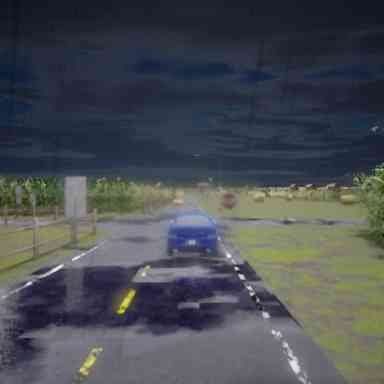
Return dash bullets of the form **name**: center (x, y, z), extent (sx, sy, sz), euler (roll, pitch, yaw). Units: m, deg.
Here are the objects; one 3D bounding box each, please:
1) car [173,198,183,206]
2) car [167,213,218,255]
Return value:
- **car**: center (-2.800, 2.033, 67.436), extent (1.882, 1.535, 5.008), euler (0, 0, 0)
- **car**: center (0.071, 1.609, 13.906), extent (1.882, 1.535, 5.008), euler (0, -1, 2)
